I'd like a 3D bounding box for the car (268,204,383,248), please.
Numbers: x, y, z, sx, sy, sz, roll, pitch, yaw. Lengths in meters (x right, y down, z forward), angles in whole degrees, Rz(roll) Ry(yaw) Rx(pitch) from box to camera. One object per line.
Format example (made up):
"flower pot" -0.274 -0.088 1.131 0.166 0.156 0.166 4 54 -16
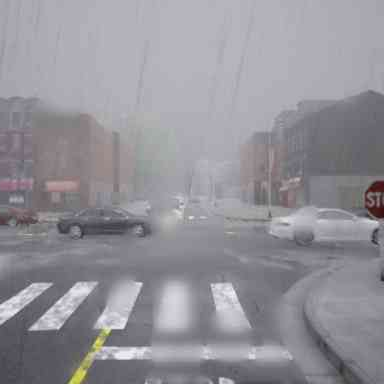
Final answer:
"car" 5.392 1.328 13.068 4.674 1.442 1.812 -1 -1 -1

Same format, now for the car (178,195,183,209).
"car" -2.582 1.459 42.848 2.128 1.511 4.902 0 0 0

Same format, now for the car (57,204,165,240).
"car" -3.980 1.479 16.224 4.892 1.490 1.837 0 -1 -1

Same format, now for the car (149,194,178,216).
"car" -2.933 1.332 31.691 2.097 1.767 4.553 0 0 5

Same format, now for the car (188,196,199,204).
"car" 0.369 1.498 63.891 2.033 1.411 5.357 0 0 -3

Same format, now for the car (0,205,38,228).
"car" -13.273 1.650 22.827 5.008 1.535 1.882 0 -1 0

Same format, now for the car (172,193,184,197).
"car" -2.571 1.183 55.784 2.150 2.045 5.566 0 0 0
